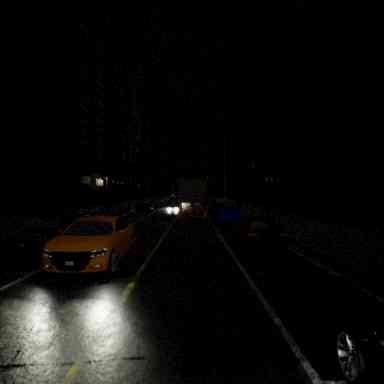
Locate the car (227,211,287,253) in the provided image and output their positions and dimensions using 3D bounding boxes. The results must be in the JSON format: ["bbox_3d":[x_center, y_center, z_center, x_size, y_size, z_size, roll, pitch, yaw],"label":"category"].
[{"bbox_3d":[2.677,1.655,13.692,1.802,1.307,4.206,1,0,0],"label":"car"}]

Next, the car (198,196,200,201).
[{"bbox_3d":[2.688,1.839,64.314,1.887,1.381,4.507,1,0,0],"label":"car"}]

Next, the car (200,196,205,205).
[{"bbox_3d":[2.686,1.801,53.065,2.008,1.369,4.403,1,0,0],"label":"car"}]

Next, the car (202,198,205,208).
[{"bbox_3d":[2.683,1.754,41.816,2.008,1.369,4.403,1,0,0],"label":"car"}]

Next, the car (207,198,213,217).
[{"bbox_3d":[2.682,1.594,30.566,1.967,1.590,4.097,1,0,0],"label":"car"}]

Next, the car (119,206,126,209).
[{"bbox_3d":[-5.846,1.673,24.939,1.887,1.381,4.507,1,0,0],"label":"car"}]

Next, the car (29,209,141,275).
[{"bbox_3d":[-3.099,1.536,10.886,1.882,1.535,5.008,0,0,0],"label":"car"}]

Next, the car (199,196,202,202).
[{"bbox_3d":[2.687,1.818,58.690,1.887,1.381,4.507,1,0,0],"label":"car"}]

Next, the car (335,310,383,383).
[{"bbox_3d":[2.675,1.580,2.442,1.947,1.339,4.313,1,0,0],"label":"car"}]

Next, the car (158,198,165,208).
[{"bbox_3d":[-5.840,1.802,53.061,2.008,1.369,4.403,1,0,0],"label":"car"}]

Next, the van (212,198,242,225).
[{"bbox_3d":[2.682,1.469,24.942,1.690,1.788,3.998,1,0,0],"label":"van"}]

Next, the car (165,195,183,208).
[{"bbox_3d":[-3.050,1.748,54.471,2.128,1.511,4.902,0,0,0],"label":"car"}]

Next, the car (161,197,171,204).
[{"bbox_3d":[-5.836,1.917,75.559,1.802,1.307,4.206,1,0,0],"label":"car"}]

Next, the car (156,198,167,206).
[{"bbox_3d":[-5.838,1.819,64.140,1.752,1.417,4.829,1,0,0],"label":"car"}]

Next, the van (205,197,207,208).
[{"bbox_3d":[2.684,1.520,36.192,1.690,1.788,3.998,1,0,0],"label":"van"}]

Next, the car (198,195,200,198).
[{"bbox_3d":[2.689,1.860,69.939,1.887,1.381,4.507,1,0,0],"label":"car"}]

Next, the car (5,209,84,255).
[{"bbox_3d":[-5.848,1.618,13.691,1.887,1.381,4.507,1,0,0],"label":"car"}]

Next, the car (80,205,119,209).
[{"bbox_3d":[-5.845,1.541,19.315,1.967,1.590,4.097,1,0,0],"label":"car"}]

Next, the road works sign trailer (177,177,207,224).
[{"bbox_3d":[0.005,0.599,26.407,2.380,3.560,2.880,0,0,0],"label":"road works sign trailer"}]

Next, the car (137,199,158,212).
[{"bbox_3d":[-5.842,1.749,41.813,1.887,1.381,4.507,1,0,0],"label":"car"}]
